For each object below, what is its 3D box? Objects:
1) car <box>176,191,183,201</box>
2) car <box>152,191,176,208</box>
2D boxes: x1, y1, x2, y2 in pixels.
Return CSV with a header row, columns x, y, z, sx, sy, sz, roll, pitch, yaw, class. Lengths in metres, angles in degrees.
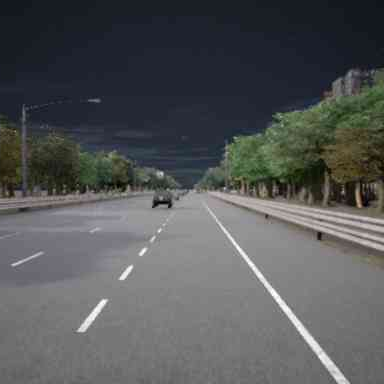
x,y,z,sx,sy,sz,roll,pitch,yaw,class
-3.300,0.928,64.811,2.033,1.411,5.357,0,1,0,car
-3.421,0.840,39.695,2.150,2.045,5.566,0,1,0,car
